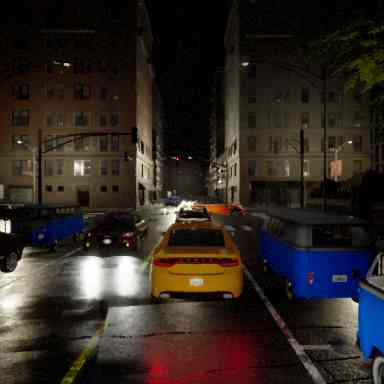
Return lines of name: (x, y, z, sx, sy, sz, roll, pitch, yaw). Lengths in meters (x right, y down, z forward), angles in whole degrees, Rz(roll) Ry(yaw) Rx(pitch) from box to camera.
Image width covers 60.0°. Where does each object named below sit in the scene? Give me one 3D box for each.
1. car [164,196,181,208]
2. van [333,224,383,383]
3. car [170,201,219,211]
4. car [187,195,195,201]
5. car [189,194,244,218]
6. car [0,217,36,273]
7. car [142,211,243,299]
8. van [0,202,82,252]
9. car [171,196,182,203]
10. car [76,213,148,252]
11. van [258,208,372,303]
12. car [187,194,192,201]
car: (-3.050, 1.463, 48.878, 1.882, 1.535, 5.008, 0, 0, 0)
van: (2.679, 1.341, 2.255, 1.690, 1.788, 3.998, 0, 0, 0)
car: (0.075, 1.486, 17.919, 2.128, 1.511, 4.902, 0, 0, 0)
car: (-0.313, 1.584, 89.168, 1.895, 1.301, 4.718, 0, 0, -1)
car: (2.247, 1.330, 28.987, 4.553, 1.767, 2.097, 0, 0, -1)
car: (-5.822, 1.544, 7.940, 1.887, 1.381, 4.507, 0, 0, 0)
car: (0.114, 1.477, 8.500, 1.882, 1.535, 5.008, 0, 0, 1)
van: (-5.796, 1.338, 13.600, 1.690, 1.788, 3.998, 0, 0, 0)
car: (-3.141, 1.522, 69.651, 2.033, 1.411, 5.357, 0, 0, -1)
car: (-2.983, 1.561, 13.806, 1.994, 1.385, 4.181, 0, 0, 1)
van: (2.704, 1.340, 7.912, 1.690, 1.788, 3.998, 0, 0, 0)
car: (-0.227, 1.340, 79.387, 2.097, 1.767, 4.553, 0, 0, -1)
